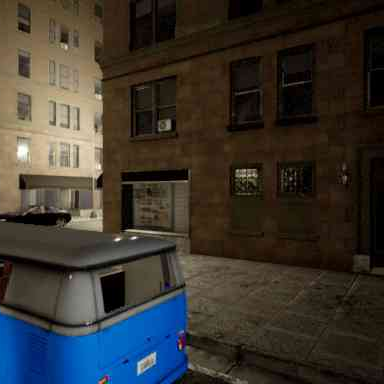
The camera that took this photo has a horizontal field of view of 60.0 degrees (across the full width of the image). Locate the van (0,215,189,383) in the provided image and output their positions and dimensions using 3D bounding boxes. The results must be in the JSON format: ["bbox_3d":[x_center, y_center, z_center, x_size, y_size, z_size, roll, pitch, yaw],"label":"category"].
[{"bbox_3d":[-1.966,1.341,4.085,3.998,1.788,1.690,0,0,33],"label":"van"}]

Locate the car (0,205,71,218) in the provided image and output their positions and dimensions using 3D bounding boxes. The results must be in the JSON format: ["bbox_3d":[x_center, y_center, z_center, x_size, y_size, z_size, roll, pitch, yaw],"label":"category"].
[{"bbox_3d":[-9.686,1.561,20.126,2.128,1.511,4.902,0,0,33],"label":"car"}]
